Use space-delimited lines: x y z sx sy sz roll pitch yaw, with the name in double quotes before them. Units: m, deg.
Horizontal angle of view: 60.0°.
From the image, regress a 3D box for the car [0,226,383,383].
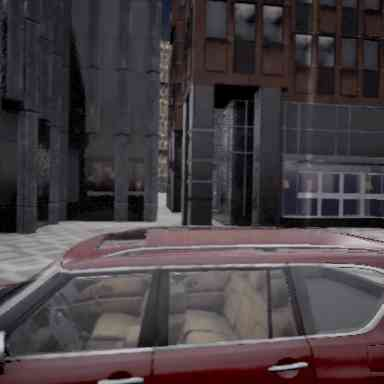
"car" -0.408 1.273 2.879 5.009 1.841 2.192 1 1 -7
